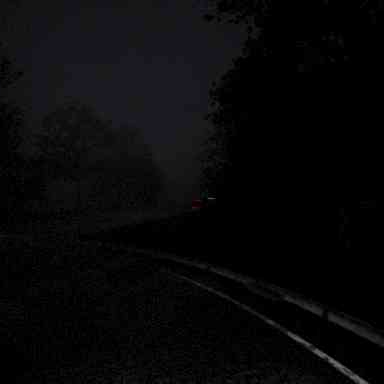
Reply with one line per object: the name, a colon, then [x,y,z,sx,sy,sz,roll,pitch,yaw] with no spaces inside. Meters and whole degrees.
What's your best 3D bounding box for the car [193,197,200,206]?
car: [1.536,1.457,53.035,1.837,1.490,4.892,-1,0,16]
